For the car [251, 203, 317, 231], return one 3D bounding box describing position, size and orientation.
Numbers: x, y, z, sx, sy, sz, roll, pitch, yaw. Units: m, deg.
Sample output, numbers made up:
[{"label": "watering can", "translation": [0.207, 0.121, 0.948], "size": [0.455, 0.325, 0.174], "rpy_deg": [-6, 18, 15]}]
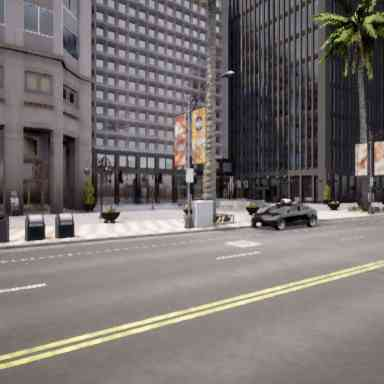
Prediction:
[{"label": "car", "translation": [5.765, 1.458, 20.498], "size": [4.786, 1.482, 2.161], "rpy_deg": [0, 0, -36]}]
